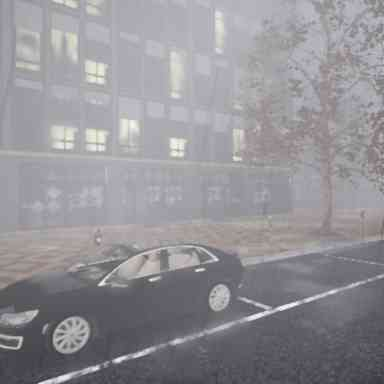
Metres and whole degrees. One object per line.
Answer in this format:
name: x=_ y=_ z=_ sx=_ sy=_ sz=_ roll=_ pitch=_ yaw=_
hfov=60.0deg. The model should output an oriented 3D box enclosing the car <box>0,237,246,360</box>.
car: x=-0.988 y=1.531 z=5.852 sx=4.403 sy=1.369 sz=2.008 roll=-1 pitch=1 yaw=-36
